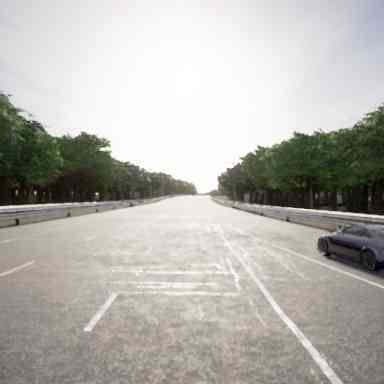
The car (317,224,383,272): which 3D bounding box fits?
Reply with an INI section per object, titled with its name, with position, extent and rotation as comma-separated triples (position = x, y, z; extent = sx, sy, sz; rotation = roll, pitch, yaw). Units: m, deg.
[car]
position = 6.252, 1.840, 11.841
extent = 1.994, 1.385, 4.181
rotation = 1, -1, -7
